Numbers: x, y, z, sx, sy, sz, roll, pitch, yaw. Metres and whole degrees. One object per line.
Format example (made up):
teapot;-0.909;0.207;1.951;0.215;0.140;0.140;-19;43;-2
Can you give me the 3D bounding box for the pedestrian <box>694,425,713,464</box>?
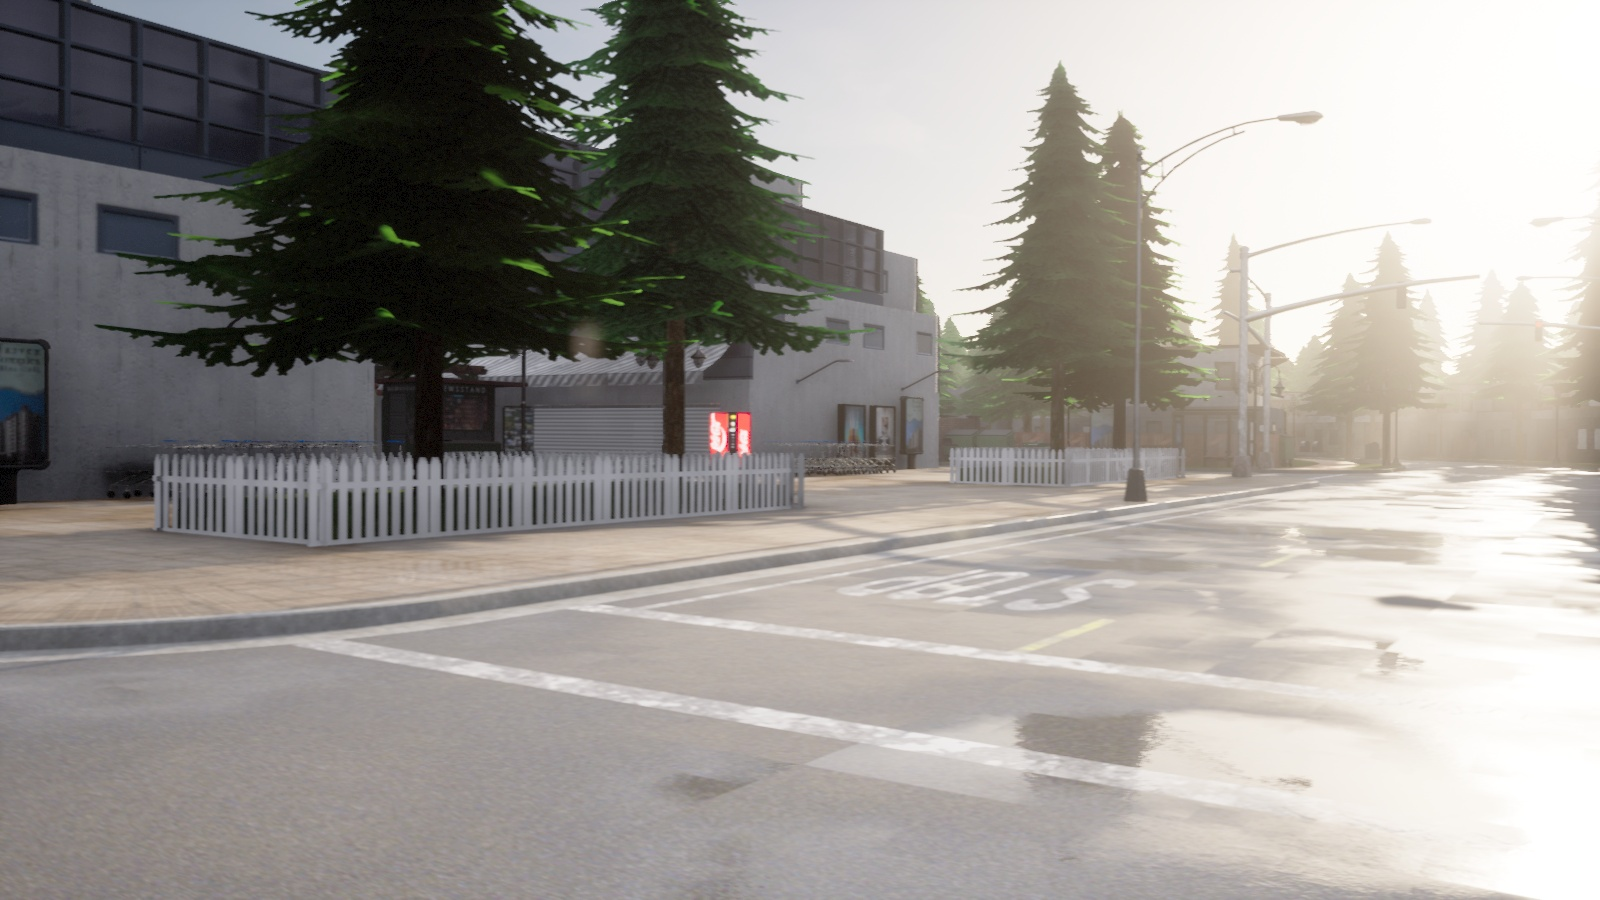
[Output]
pedestrian;-4.626;-0.264;60.364;0.849;1.883;0.563;-1;1;-1
